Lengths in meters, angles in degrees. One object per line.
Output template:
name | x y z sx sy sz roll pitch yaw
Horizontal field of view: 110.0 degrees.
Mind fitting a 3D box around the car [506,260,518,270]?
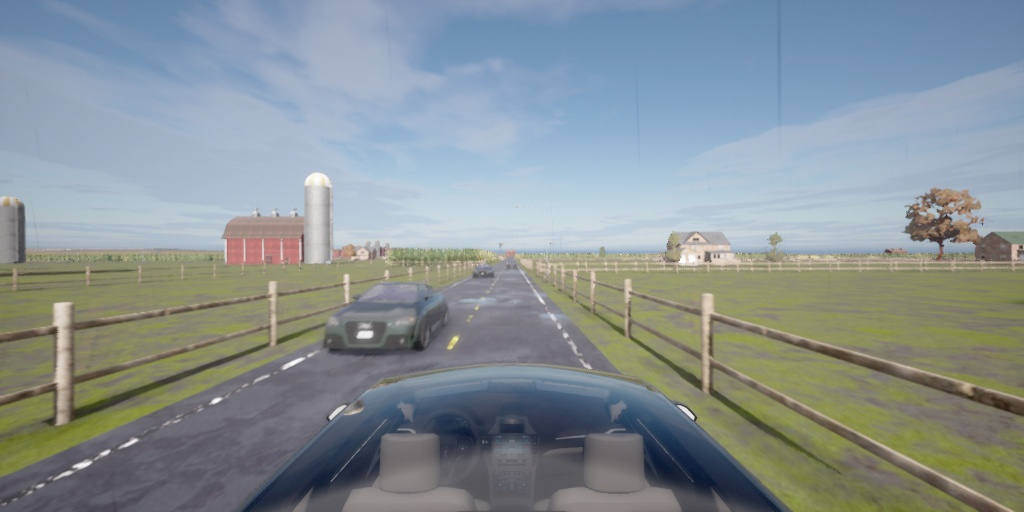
car | -0.021 1.463 59.398 2.128 1.511 4.902 0 0 0

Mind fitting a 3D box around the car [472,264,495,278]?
car | -2.762 1.470 35.776 1.994 1.385 4.181 0 0 0

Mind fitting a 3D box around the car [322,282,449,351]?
car | -2.845 1.348 8.955 1.994 1.385 4.181 0 0 0
